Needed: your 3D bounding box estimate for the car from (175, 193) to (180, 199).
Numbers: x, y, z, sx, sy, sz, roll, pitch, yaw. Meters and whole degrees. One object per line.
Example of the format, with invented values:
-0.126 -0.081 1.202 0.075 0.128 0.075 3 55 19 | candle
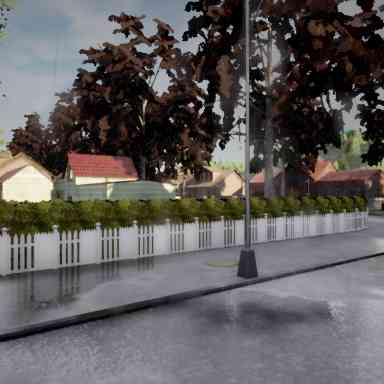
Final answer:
-4.195 1.224 58.620 2.150 2.045 5.566 0 0 -36 | car
